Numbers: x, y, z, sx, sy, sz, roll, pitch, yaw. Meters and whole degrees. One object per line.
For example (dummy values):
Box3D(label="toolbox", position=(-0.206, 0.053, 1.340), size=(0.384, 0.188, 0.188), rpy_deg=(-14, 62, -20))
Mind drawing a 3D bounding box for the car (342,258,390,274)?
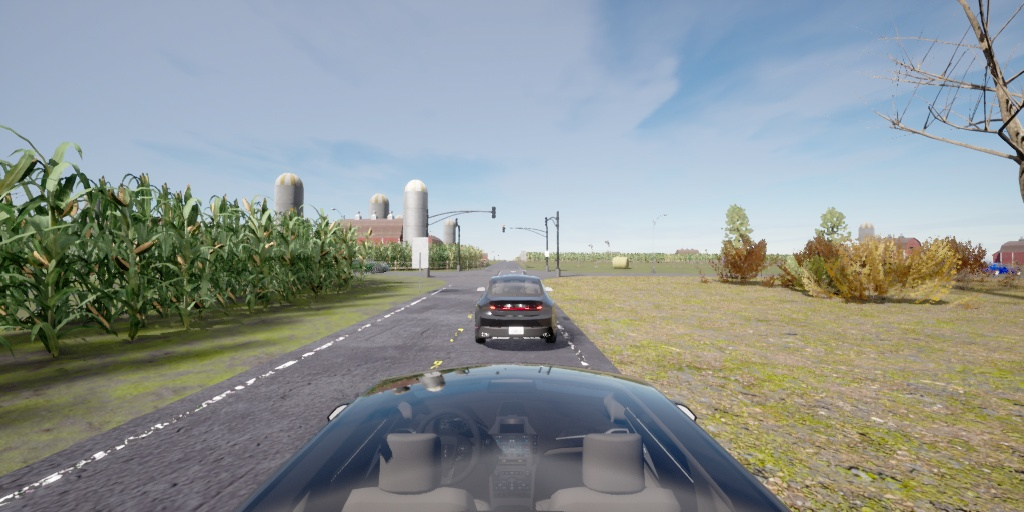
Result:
Box3D(label="car", position=(-15.331, 0.967, 37.909), size=(4.553, 1.767, 2.097), rpy_deg=(0, -1, -3))

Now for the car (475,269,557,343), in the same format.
Box3D(label="car", position=(0.080, 1.259, 9.656), size=(1.837, 1.490, 4.892), rpy_deg=(0, 0, 0))

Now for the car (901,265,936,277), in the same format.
Box3D(label="car", position=(48.561, 1.768, 42.517), size=(4.181, 1.385, 1.994), rpy_deg=(1, -1, -5))

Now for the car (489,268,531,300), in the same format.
Box3D(label="car", position=(0.034, 1.360, 18.807), size=(1.895, 1.301, 4.718), rpy_deg=(0, 0, 4))
